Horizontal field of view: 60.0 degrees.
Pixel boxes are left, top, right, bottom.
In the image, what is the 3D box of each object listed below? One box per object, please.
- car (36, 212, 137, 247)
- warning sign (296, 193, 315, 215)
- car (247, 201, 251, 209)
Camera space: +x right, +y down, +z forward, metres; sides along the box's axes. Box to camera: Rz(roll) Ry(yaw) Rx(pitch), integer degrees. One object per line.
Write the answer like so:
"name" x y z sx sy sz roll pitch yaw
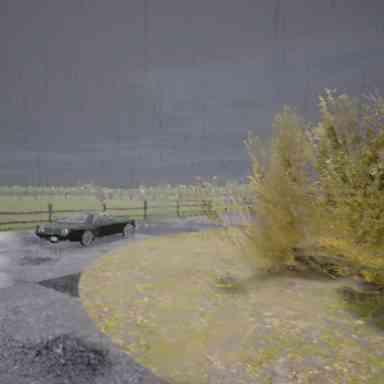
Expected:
"car" -4.471 1.538 15.005 1.895 1.301 4.718 1 0 23
"warning sign" 10.184 1.061 29.911 1.300 1.860 1.060 0 0 39
"car" 6.660 1.453 33.968 1.994 1.385 4.181 1 1 39
